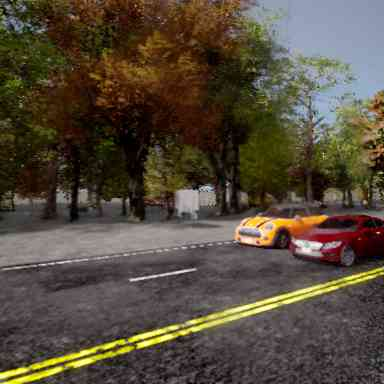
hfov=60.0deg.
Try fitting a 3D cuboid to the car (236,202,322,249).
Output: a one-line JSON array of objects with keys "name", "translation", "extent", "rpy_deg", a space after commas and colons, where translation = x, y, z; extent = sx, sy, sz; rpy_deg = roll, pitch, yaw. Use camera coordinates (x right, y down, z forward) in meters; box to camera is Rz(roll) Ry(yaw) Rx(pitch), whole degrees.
[{"name": "car", "translation": [4.052, 1.336, 14.461], "extent": [4.553, 1.767, 2.097], "rpy_deg": [0, 0, -35]}]

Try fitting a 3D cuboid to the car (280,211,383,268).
[{"name": "car", "translation": [5.369, 1.511, 11.416], "extent": [4.674, 1.442, 1.812], "rpy_deg": [0, 0, -35]}]
